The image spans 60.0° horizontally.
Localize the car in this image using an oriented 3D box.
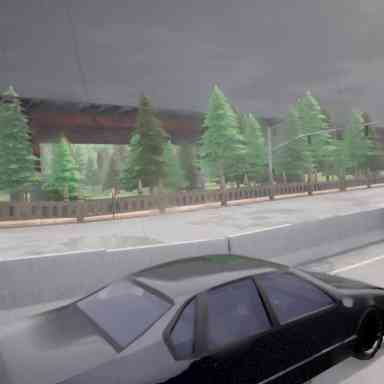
[{"bbox_3d":[0.462,1.527,4.082,5.357,1.411,2.033,-1,1,-35],"label":"car"}]
